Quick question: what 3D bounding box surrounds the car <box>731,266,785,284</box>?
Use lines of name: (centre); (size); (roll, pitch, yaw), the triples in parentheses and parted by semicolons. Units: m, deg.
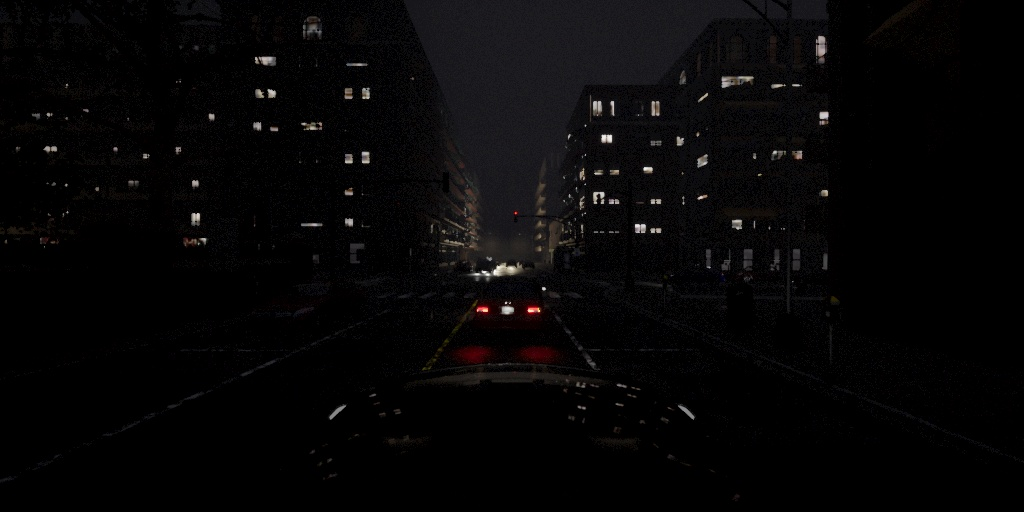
car: (21.289, 1.570, 31.564); (4.097, 1.591, 1.967); (0, 0, -1)

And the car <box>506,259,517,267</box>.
car: (-0.094, 1.275, 64.053); (1.812, 1.442, 4.674); (0, 0, 0)

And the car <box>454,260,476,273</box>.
car: (-5.817, 1.188, 43.042); (1.967, 1.591, 4.097); (0, 0, 0)

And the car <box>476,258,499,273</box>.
car: (-3.197, 1.296, 43.320); (2.033, 1.411, 5.357); (0, 0, 4)

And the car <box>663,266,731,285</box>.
car: (14.594, 1.552, 28.899); (4.674, 1.442, 1.812); (1, 0, -1)

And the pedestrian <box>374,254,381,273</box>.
pedestrian: (-12.812, 0.652, 34.013); (0.375, 1.860, 0.375); (0, -1, -1)

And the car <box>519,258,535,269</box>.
car: (2.528, 1.299, 54.341); (2.007, 1.370, 4.403); (0, 0, 0)

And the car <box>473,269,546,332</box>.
car: (0.050, 1.297, 10.846); (2.033, 1.411, 5.357); (0, 0, 3)

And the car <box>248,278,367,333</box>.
car: (-5.715, 1.331, 10.632); (1.802, 1.307, 4.207); (0, 0, 0)

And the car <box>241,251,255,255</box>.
car: (-18.670, 0.676, 25.190); (5.566, 2.045, 2.150); (1, 0, -1)

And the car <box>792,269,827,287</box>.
car: (24.901, 1.809, 29.057); (4.718, 1.301, 1.895); (1, 0, -1)
